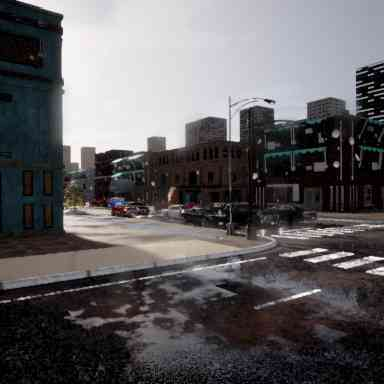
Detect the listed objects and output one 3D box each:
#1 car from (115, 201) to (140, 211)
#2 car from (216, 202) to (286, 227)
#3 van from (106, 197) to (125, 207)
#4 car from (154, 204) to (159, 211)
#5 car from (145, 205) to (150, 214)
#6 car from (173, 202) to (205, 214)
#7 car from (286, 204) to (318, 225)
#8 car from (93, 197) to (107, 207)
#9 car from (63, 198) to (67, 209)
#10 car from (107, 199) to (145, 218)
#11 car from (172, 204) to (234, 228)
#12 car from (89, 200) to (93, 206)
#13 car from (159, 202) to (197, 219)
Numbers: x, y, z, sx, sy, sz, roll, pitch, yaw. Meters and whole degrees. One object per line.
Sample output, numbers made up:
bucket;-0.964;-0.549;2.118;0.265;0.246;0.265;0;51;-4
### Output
car;-9.622;2.086;49.372;1.895;1.301;4.718;-1;0;-35
car;4.189;1.547;24.246;2.097;1.767;4.553;-1;0;-34
van;-13.195;1.907;58.861;1.690;1.788;3.998;-1;0;-35
car;-3.583;1.966;45.316;1.802;1.307;4.206;-2;0;-35
car;-6.814;1.918;39.890;1.837;1.490;4.892;-1;0;-35
car;-0.382;1.903;40.802;1.802;1.307;4.206;-2;0;-35
car;7.156;1.648;25.457;2.128;1.511;4.902;-1;0;-36
car;-16.398;1.940;63.376;2.192;1.841;5.009;-1;0;-35
car;-23.129;2.233;58.388;1.752;1.417;4.829;-1;0;-35
car;-7.219;1.846;35.952;1.967;1.590;4.097;-1;0;-35
car;0.713;1.814;24.563;1.947;1.339;4.313;-1;0;-35
car;-19.594;2.228;67.891;1.887;1.381;4.507;-1;0;-35
car;-0.906;1.898;31.549;1.895;1.301;4.718;-1;0;-35
